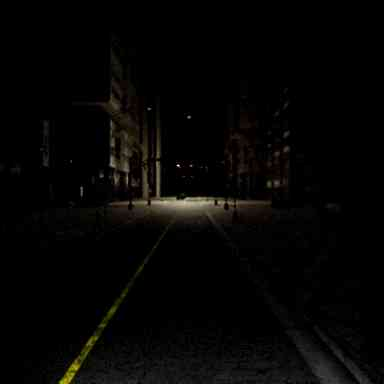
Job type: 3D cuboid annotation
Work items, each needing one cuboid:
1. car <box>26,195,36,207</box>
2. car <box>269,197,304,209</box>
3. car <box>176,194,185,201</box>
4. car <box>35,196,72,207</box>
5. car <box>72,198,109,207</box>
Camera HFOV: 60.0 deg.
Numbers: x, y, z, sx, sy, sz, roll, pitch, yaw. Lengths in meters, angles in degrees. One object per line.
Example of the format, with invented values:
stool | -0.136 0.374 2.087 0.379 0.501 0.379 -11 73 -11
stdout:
car | -26.052 1.347 50.439 5.009 1.841 2.192 0 0 0
car | 11.893 1.350 41.684 4.097 1.590 1.967 0 0 0
car | -3.002 1.485 84.518 1.994 1.385 4.181 0 0 0
car | -20.620 1.542 50.406 4.829 1.417 1.752 0 0 0
car | -15.019 1.527 50.372 4.829 1.417 1.752 0 0 0
